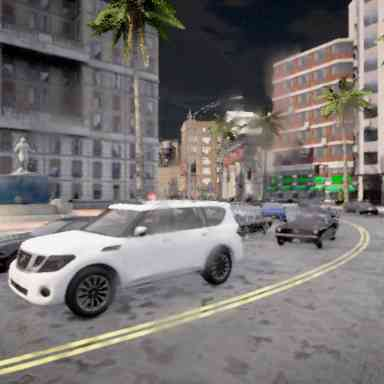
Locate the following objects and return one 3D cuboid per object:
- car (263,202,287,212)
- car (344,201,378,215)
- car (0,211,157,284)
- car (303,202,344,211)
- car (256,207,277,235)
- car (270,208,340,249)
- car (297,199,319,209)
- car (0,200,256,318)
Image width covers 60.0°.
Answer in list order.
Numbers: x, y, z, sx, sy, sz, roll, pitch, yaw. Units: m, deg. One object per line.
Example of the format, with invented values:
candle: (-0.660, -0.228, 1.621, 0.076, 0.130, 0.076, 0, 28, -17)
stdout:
car: (6.543, 1.553, 26.853, 1.882, 1.535, 5.008, 0, 0, 12)
car: (17.860, 1.674, 35.445, 1.994, 1.385, 4.181, 0, 0, -1)
car: (-3.700, 1.499, 10.346, 5.008, 1.535, 1.882, 0, 0, -41)
car: (9.524, 1.674, 24.418, 1.895, 1.301, 4.718, 0, 0, 15)
car: (2.585, 1.647, 17.256, 1.895, 1.301, 4.718, 0, 0, 32)
car: (5.373, 1.646, 15.193, 1.895, 1.301, 4.718, 0, 0, 33)
car: (16.411, 1.700, 46.374, 1.994, 1.385, 4.181, 0, 0, -15)
car: (-1.133, 1.240, 7.911, 5.566, 2.045, 2.150, 0, 0, -42)
